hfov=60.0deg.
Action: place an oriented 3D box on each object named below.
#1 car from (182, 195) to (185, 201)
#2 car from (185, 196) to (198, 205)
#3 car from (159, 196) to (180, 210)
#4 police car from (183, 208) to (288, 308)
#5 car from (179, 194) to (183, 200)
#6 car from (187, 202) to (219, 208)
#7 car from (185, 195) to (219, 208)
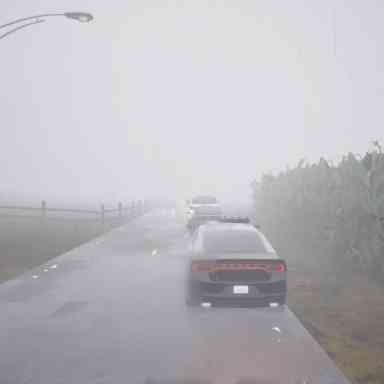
[{"bbox_3d":[-0.014,1.420,46.376,1.882,1.535,5.008,0,0,1],"label":"car"},{"bbox_3d":[-0.070,1.452,59.821,2.128,1.511,4.902,0,0,0],"label":"car"},{"bbox_3d":[-2.899,1.508,41.118,1.994,1.385,4.181,0,0,0],"label":"car"},{"bbox_3d":[0.814,1.420,8.131,1.930,1.638,5.238,0,0,0],"label":"police car"},{"bbox_3d":[-2.853,1.471,88.825,2.097,1.767,4.553,0,0,0],"label":"car"},{"bbox_3d":[0.803,1.490,18.021,1.837,1.490,4.892,0,0,0],"label":"car"},{"bbox_3d":[0.794,1.197,24.050,2.150,2.045,5.566,0,0,0],"label":"car"}]
